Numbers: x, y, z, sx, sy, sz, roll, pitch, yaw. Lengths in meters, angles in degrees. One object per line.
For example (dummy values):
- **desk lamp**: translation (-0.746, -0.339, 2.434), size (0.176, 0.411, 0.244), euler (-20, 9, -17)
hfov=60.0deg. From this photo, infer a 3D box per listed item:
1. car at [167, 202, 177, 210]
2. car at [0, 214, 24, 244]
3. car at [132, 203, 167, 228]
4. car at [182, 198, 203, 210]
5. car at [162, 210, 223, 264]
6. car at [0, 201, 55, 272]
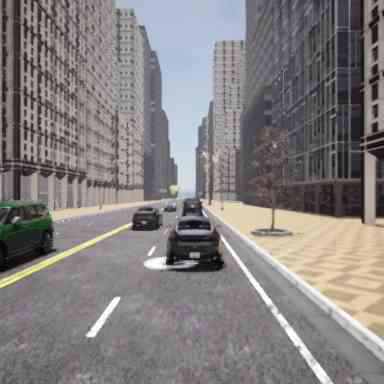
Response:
- **car**: translation (-3.203, 2.203, 49.954), size (1.895, 1.301, 4.718), euler (0, -1, 0)
- **car**: translation (-9.863, 1.784, 15.340), size (1.895, 1.301, 4.718), euler (0, -1, 0)
- **car**: translation (-3.175, 1.793, 24.430), size (1.837, 1.490, 4.892), euler (0, -1, 0)
- **car**: translation (0.062, 1.668, 37.771), size (2.150, 2.045, 5.566), euler (0, -1, 0)
- **car**: translation (0.083, 1.649, 12.379), size (1.837, 1.490, 4.892), euler (0, 0, 0)
- **car**: translation (-6.610, 1.355, 11.256), size (2.150, 2.045, 5.566), euler (0, -1, 0)
